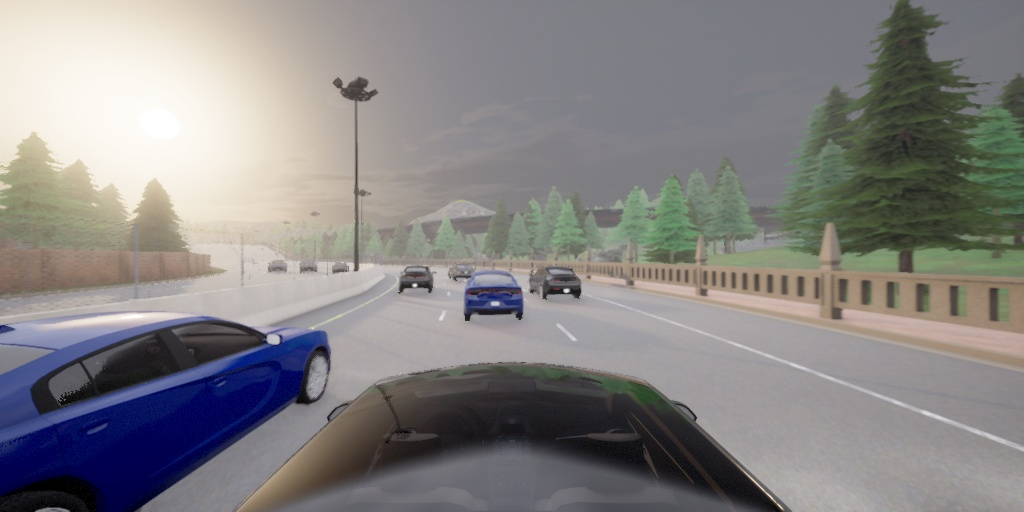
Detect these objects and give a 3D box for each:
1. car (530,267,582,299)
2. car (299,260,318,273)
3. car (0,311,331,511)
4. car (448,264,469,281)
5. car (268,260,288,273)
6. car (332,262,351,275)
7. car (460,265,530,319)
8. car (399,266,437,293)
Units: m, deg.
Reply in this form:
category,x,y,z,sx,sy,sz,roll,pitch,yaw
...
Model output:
category,x,y,z,sx,sy,sz,roll,pitch,yaw
car,2.053,1.283,18.200,1.837,1.490,4.892,0,0,-8
car,-26.915,1.317,47.477,2.097,1.767,4.553,0,0,-30
car,-3.562,1.246,3.300,1.882,1.535,5.008,0,0,-1
car,-4.403,1.381,31.108,2.033,1.411,5.357,0,0,-17
car,-31.735,1.340,48.667,2.097,1.767,4.553,0,0,-32
car,-20.629,1.476,43.284,2.033,1.411,5.357,0,0,-26
car,-0.750,1.256,12.981,1.882,1.535,5.008,0,0,-6
car,-5.680,1.323,21.617,1.837,1.490,4.892,0,0,-11
